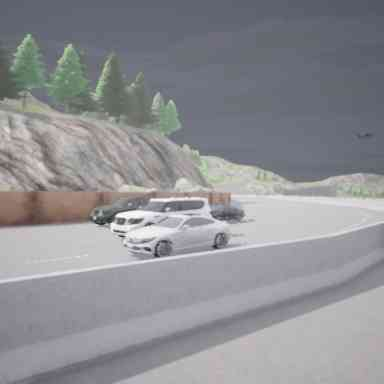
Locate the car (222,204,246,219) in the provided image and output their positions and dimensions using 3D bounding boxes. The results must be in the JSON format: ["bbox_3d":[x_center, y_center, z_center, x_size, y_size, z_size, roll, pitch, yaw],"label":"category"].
[{"bbox_3d":[2.230,1.670,25.866,2.033,1.411,5.357,0,0,38],"label":"car"}]

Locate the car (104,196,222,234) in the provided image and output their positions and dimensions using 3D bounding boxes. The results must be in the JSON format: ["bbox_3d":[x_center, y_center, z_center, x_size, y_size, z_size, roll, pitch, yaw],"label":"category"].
[{"bbox_3d":[-1.287,1.302,16.859,5.566,2.045,2.150,0,0,-44],"label":"car"}]

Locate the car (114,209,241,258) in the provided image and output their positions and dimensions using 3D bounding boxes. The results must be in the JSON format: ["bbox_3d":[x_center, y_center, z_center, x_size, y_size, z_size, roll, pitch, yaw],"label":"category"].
[{"bbox_3d":[-0.397,1.588,13.005,4.674,1.442,1.812,0,0,-42],"label":"car"}]

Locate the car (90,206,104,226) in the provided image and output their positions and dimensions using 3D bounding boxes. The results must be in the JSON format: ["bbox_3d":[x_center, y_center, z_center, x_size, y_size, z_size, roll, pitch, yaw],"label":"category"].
[{"bbox_3d":[-4.384,1.333,23.594,2.150,2.045,5.566,0,0,44],"label":"car"}]
